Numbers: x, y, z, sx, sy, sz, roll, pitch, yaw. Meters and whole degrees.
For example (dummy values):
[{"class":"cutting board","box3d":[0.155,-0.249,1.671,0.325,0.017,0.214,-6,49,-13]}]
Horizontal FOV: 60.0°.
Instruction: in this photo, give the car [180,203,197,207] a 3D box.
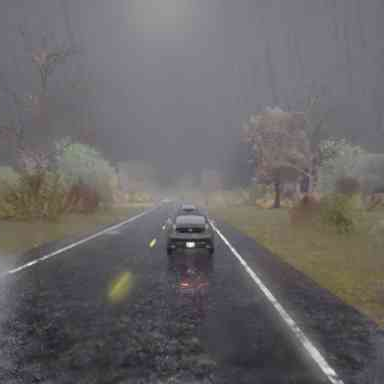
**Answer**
[{"class":"car","box3d":[-0.306,1.781,29.373,1.837,1.490,4.892,0,0,-1]}]

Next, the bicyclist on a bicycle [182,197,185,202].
[{"class":"bicyclist on a bicycle","box3d":[-2.269,2.326,94.568,0.582,1.620,1.656,0,-1,-4]}]

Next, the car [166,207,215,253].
[{"class":"car","box3d":[-0.068,1.642,14.351,1.837,1.490,4.892,0,0,0]}]

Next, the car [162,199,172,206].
[{"class":"car","box3d":[-5.361,2.187,71.678,1.812,1.442,4.674,0,-1,-3]}]
